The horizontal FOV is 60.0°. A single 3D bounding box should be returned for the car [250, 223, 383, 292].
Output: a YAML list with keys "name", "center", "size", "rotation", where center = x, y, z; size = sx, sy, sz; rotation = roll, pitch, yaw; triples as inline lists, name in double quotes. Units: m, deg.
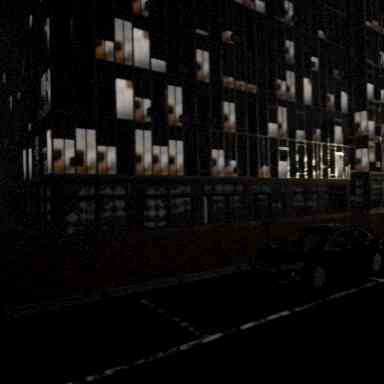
- name: "car"
  center: [3.476, 1.557, 8.897]
  size: [4.403, 1.369, 2.008]
  rotation: [-1, -1, -35]
